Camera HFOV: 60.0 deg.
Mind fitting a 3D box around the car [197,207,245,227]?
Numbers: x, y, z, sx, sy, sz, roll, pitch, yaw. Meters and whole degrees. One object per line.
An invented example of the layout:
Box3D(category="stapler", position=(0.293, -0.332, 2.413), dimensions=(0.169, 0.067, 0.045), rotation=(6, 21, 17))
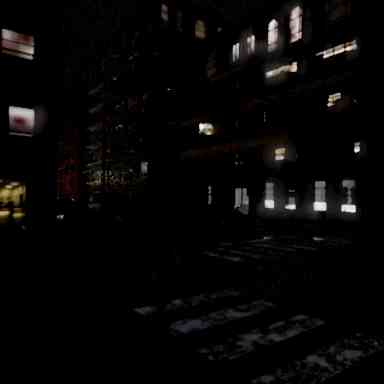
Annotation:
Box3D(category="car", position=(2.112, 1.821, 25.276), dimensions=(2.008, 1.369, 4.403), rotation=(1, -1, -36))

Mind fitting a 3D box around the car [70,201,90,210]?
Box3D(category="car", position=(-17.812, 2.072, 52.670), dimensions=(1.802, 1.307, 4.206), rotation=(1, -1, -36))

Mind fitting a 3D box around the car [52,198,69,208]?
Box3D(category="car", position=(-24.418, 2.011, 61.829), dimensions=(1.967, 1.590, 4.097), rotation=(1, -1, -36))

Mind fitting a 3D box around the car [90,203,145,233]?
Box3D(category="car", position=(-4.487, 1.568, 20.517), dimensions=(1.967, 1.590, 4.097), rotation=(1, -1, -36))

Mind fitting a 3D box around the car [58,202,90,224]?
Box3D(category="car", position=(-8.978, 1.744, 26.773), dimensions=(1.947, 1.339, 4.313), rotation=(1, -1, -36))

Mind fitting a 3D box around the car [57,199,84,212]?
Box3D(category="car", position=(-14.978, 1.627, 39.677), dimensions=(2.097, 1.767, 4.553), rotation=(1, -1, -36))

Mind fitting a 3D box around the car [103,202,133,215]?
Box3D(category="car", position=(-9.103, 1.956, 40.603), dimensions=(1.947, 1.339, 4.313), rotation=(1, -1, -36))
